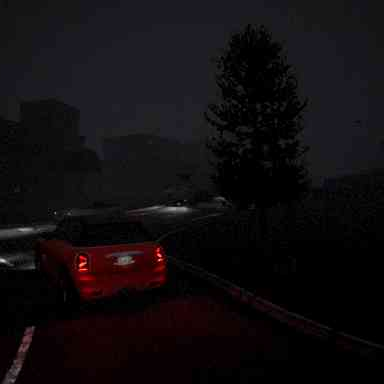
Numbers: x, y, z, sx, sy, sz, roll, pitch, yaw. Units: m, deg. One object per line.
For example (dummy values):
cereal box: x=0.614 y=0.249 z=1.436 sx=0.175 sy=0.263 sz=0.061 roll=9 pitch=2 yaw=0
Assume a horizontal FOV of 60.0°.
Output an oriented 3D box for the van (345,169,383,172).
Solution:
van: x=22.701 y=-1.535 z=43.227 sx=4.442 sy=1.987 sz=1.878 roll=-1 pitch=4 yaw=16

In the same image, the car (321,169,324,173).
car: x=30.175 y=-4.476 z=85.363 sx=5.366 sy=1.575 sz=1.946 roll=-2 pitch=3 yaw=15

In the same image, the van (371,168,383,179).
van: x=36.537 y=-3.499 z=62.794 sx=4.442 sy=1.987 sz=1.878 roll=-1 pitch=4 yaw=15

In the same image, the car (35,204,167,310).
car: x=-2.469 y=1.342 z=8.224 sx=2.097 sy=1.767 sz=4.553 roll=0 pitch=0 yaw=-33

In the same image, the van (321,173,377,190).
van: x=15.655 y=-0.554 z=33.556 sx=4.442 sy=1.987 sz=1.878 roll=-1 pitch=4 yaw=16

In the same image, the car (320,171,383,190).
car: x=17.273 y=-0.822 z=36.002 sx=5.566 sy=2.045 sz=2.435 roll=-1 pitch=5 yaw=16

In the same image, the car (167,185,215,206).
car: x=0.244 y=0.479 z=32.369 sx=2.033 sy=1.411 sz=5.357 roll=0 pitch=5 yaw=34

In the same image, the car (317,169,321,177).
car: x=28.674 y=-4.268 z=82.916 sx=5.008 sy=1.535 sz=2.097 roll=-2 pitch=3 yaw=15

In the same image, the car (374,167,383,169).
car: x=29.611 y=-2.543 z=52.990 sx=5.566 sy=2.045 sz=2.435 roll=-1 pitch=4 yaw=15

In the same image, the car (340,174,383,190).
car: x=20.801 y=-1.188 z=40.852 sx=4.553 sy=1.767 sz=2.185 roll=-1 pitch=4 yaw=16

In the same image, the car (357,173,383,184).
car: x=27.878 y=-2.016 z=50.563 sx=4.792 sy=1.488 sz=2.163 roll=-1 pitch=4 yaw=16

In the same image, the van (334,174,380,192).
van: x=18.951 y=-1.041 z=38.444 sx=4.442 sy=1.987 sz=1.878 roll=-1 pitch=5 yaw=16

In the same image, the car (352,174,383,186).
car: x=26.111 y=-1.798 z=48.122 sx=4.892 sy=1.521 sz=2.231 roll=-1 pitch=5 yaw=16

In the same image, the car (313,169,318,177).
car: x=27.015 y=-4.054 z=80.509 sx=5.008 sy=1.535 sz=2.097 roll=-2 pitch=4 yaw=15

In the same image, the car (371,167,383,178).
car: x=39.849 y=-3.997 z=67.723 sx=5.566 sy=2.045 sz=2.435 roll=-1 pitch=4 yaw=15

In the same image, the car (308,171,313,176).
car: x=25.361 y=-3.958 z=78.088 sx=4.553 sy=1.767 sz=2.185 roll=-2 pitch=4 yaw=15

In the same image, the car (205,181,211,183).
car: x=0.533 y=-0.235 z=41.844 sx=4.792 sy=1.488 sz=2.163 roll=-2 pitch=3 yaw=14

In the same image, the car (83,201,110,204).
car: x=-6.753 y=1.327 z=22.323 sx=1.895 sy=1.301 sz=4.718 roll=0 pitch=3 yaw=37

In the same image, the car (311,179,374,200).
car: x=13.786 y=-0.083 z=31.191 sx=5.008 sy=1.535 sz=2.097 roll=-1 pitch=4 yaw=16

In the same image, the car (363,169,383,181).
car: x=33.054 y=-3.035 z=57.902 sx=5.566 sy=2.045 sz=2.435 roll=-1 pitch=4 yaw=15

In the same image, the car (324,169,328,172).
car: x=31.986 y=-4.929 z=87.705 sx=5.566 sy=2.045 sz=2.435 roll=-2 pitch=3 yaw=15

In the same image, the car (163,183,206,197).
car: x=-1.145 y=0.017 z=39.415 sx=4.674 sy=1.452 sz=2.002 roll=-2 pitch=3 yaw=14
